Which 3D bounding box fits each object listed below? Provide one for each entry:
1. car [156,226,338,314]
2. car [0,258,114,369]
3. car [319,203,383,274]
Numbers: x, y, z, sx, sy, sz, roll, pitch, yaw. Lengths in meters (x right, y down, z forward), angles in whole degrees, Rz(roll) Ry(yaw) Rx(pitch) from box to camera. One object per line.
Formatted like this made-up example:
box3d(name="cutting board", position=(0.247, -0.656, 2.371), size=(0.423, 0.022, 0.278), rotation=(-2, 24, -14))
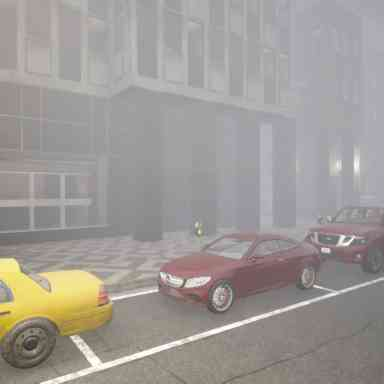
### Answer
box3d(name="car", position=(1.227, 1.582, 7.521), size=(4.206, 1.307, 1.802), rotation=(0, 0, -35))
box3d(name="car", position=(-3.475, 1.525, 4.174), size=(4.829, 1.417, 1.752), rotation=(0, 0, -35))
box3d(name="car", position=(5.790, 1.314, 10.772), size=(5.009, 1.841, 2.192), rotation=(0, 0, -35))
